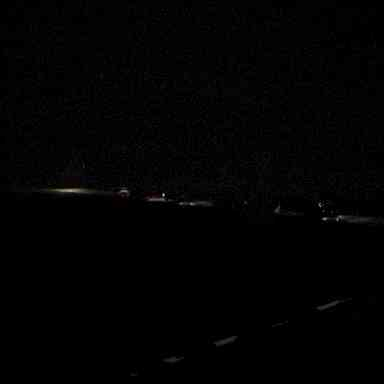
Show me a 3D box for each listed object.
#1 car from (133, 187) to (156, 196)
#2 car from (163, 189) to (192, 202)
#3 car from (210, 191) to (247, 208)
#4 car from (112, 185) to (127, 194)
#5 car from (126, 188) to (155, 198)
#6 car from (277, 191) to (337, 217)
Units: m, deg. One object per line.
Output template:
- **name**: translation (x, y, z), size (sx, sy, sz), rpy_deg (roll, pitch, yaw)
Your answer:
- **car**: translation (-8.086, -0.107, 56.161), size (1.895, 1.301, 4.718), rpy_deg (-3, 4, -35)
- **car**: translation (-1.937, 0.398, 42.357), size (1.837, 1.490, 4.892), rpy_deg (-3, 4, -35)
- **car**: translation (3.832, 0.715, 34.168), size (2.128, 1.511, 4.902), rpy_deg (-3, 4, -35)
- **car**: translation (-13.966, -0.515, 64.480), size (2.128, 1.511, 4.902), rpy_deg (-3, 4, -35)
- **car**: translation (-7.707, 0.175, 50.598), size (1.895, 1.301, 4.718), rpy_deg (-3, 4, -35)
- **car**: translation (9.147, 0.882, 26.649), size (2.097, 1.767, 4.553), rpy_deg (-3, 4, -35)
